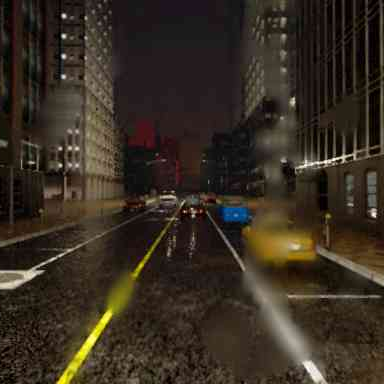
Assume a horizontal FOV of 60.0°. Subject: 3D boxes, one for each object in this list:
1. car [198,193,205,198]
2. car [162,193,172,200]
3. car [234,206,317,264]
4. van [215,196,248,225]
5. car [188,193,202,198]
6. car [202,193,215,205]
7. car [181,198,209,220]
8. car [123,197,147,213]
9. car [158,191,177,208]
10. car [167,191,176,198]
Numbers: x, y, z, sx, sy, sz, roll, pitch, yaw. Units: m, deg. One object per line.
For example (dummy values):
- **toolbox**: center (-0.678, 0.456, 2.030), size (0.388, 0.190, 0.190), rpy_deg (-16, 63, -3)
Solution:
- **car**: center (2.712, 0.881, 93.299), size (1.887, 1.381, 4.507), rpy_deg (1, 0, 0)
- **car**: center (-5.670, 0.995, 76.932), size (1.887, 1.381, 4.507), rpy_deg (1, 0, 0)
- **car**: center (2.705, 1.443, 11.338), size (1.752, 1.417, 4.829), rpy_deg (1, 0, 0)
- **van**: center (2.710, 1.180, 22.321), size (1.690, 1.788, 3.998), rpy_deg (1, 0, 0)
- **car**: center (0.110, 1.203, 44.789), size (1.812, 1.442, 4.674), rpy_deg (0, 1, 0)
- **car**: center (2.708, 1.221, 50.209), size (1.802, 1.307, 4.206), rpy_deg (1, 0, 0)
- **car**: center (0.100, 1.412, 26.142), size (1.895, 1.301, 4.718), rpy_deg (0, 0, 0)
- **car**: center (-5.638, 1.199, 33.350), size (1.967, 1.590, 4.097), rpy_deg (1, 0, 0)
- **car**: center (-3.089, 0.908, 43.463), size (2.150, 2.045, 5.566), rpy_deg (0, 0, 0)
- **car**: center (-5.664, 0.652, 93.267), size (2.192, 1.841, 5.009), rpy_deg (1, 0, 0)
